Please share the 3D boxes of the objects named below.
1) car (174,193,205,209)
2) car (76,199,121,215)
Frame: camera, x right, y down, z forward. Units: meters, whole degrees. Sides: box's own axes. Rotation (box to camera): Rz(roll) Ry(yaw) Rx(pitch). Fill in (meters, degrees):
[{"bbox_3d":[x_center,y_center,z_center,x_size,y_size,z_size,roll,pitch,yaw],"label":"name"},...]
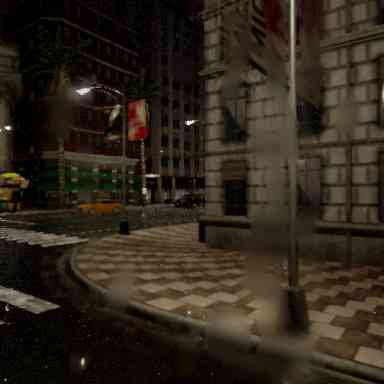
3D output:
[{"bbox_3d":[-0.124,1.253,47.154,2.150,2.045,5.566,0,1,40],"label":"car"},{"bbox_3d":[-9.627,1.515,34.564,1.882,1.535,5.008,0,0,36],"label":"car"}]
